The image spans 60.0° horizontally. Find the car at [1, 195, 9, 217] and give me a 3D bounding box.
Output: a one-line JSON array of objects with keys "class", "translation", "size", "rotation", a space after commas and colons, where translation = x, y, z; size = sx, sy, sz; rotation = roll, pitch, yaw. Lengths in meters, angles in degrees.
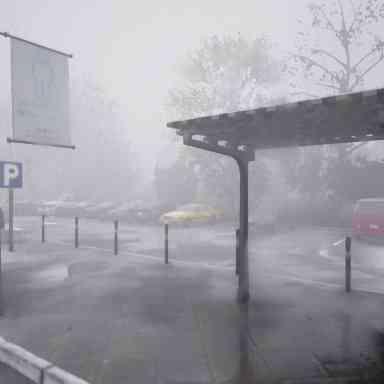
[{"class": "car", "translation": [-17.864, 1.445, 35.701], "size": [1.946, 1.575, 5.366], "rotation": [0, 0, 36]}]

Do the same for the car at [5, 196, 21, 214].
[{"class": "car", "translation": [-15.715, 1.455, 33.933], "size": [2.097, 1.535, 5.008], "rotation": [0, 0, 36]}]

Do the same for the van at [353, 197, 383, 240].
[{"class": "van", "translation": [9.205, 1.264, 16.289], "size": [1.878, 1.987, 4.442], "rotation": [0, 0, 36]}]

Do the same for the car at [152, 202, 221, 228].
[{"class": "car", "translation": [-0.007, 1.475, 22.495], "size": [1.946, 1.575, 5.366], "rotation": [0, 0, 36]}]

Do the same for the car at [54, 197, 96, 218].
[{"class": "car", "translation": [-8.931, 1.466, 29.102], "size": [2.097, 1.535, 5.008], "rotation": [0, 0, 36]}]

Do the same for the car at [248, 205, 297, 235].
[{"class": "car", "translation": [4.603, 1.514, 19.396], "size": [2.163, 1.488, 4.792], "rotation": [0, 0, 36]}]

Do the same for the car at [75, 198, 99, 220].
[{"class": "car", "translation": [-6.672, 1.469, 27.489], "size": [2.097, 1.535, 5.008], "rotation": [0, 0, 36]}]

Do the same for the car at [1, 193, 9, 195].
[{"class": "car", "translation": [-24.766, 1.154, 40.367], "size": [2.435, 2.045, 5.566], "rotation": [0, 0, 36]}]

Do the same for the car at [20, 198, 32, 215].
[{"class": "car", "translation": [-13.454, 1.462, 32.318], "size": [2.231, 1.521, 4.892], "rotation": [0, 0, 36]}]

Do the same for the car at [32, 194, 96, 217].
[{"class": "car", "translation": [-11.209, 1.212, 30.687], "size": [2.435, 2.045, 5.566], "rotation": [0, 0, 36]}]

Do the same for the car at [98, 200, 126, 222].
[{"class": "car", "translation": [-4.412, 1.474, 25.877], "size": [2.231, 1.521, 4.892], "rotation": [0, 0, 36]}]

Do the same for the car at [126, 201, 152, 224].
[{"class": "car", "translation": [-2.140, 1.505, 24.283], "size": [2.163, 1.488, 4.792], "rotation": [0, 0, 36]}]
